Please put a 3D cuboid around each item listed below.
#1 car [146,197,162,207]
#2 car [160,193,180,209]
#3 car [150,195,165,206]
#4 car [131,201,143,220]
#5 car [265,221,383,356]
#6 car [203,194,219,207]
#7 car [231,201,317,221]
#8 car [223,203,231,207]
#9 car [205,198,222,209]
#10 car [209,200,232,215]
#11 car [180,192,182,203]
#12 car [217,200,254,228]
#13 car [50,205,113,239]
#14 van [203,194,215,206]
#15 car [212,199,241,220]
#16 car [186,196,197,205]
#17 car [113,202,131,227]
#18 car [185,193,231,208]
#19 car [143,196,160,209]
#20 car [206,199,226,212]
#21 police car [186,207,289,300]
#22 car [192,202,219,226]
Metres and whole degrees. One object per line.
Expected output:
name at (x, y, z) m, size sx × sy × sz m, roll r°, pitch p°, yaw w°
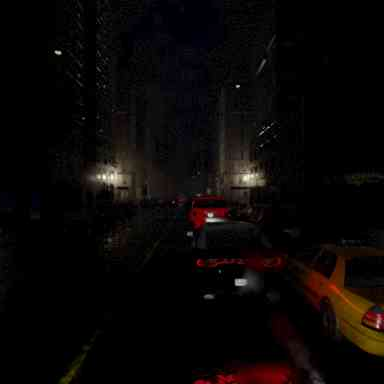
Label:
car at (-5.726, 1.528, 50.236) m, size 1.947 × 1.339 × 4.313 m, roll 0°, pitch 0°, yaw 0°
car at (-3.143, 1.318, 45.072) m, size 2.097 × 1.767 × 4.553 m, roll 0°, pitch 0°, yaw 0°
car at (-5.732, 1.398, 55.761) m, size 1.967 × 1.590 × 4.097 m, roll 0°, pitch 0°, yaw 0°
car at (-5.701, 1.545, 28.135) m, size 1.947 × 1.339 × 4.313 m, roll 0°, pitch 0°, yaw 0°
car at (2.850, 1.521, 6.233) m, size 1.752 × 1.417 × 4.829 m, roll 0°, pitch 0°, yaw 0°
car at (2.800, 1.278, 50.252) m, size 2.192 × 1.841 × 5.009 m, roll 0°, pitch 0°, yaw 0°
car at (2.844, 1.307, 11.586) m, size 2.192 × 1.841 × 5.009 m, roll 0°, pitch 0°, yaw 0°
car at (2.837, 1.513, 17.280) m, size 1.752 × 1.417 × 4.829 m, roll 0°, pitch 0°, yaw 0°
car at (2.806, 1.532, 44.728) m, size 1.947 × 1.339 × 4.313 m, roll 0°, pitch 0°, yaw 0°
car at (2.819, 1.526, 33.681) m, size 2.008 × 1.369 × 4.403 m, roll 0°, pitch 0°, yaw 0°
car at (-3.077, 1.172, 65.365) m, size 2.150 × 2.045 × 5.566 m, roll 0°, pitch 0°, yaw 0°
car at (2.831, 1.423, 22.634) m, size 1.967 × 1.590 × 4.097 m, roll 0°, pitch 0°, yaw 0°
car at (-5.688, 1.532, 17.085) m, size 1.887 × 1.381 × 4.507 m, roll 0°, pitch 0°, yaw 0°
van at (2.794, 1.300, 55.775) m, size 1.690 × 1.788 × 3.998 m, roll 0°, pitch 0°, yaw 0°
car at (2.825, 1.419, 28.157) m, size 1.967 × 1.590 × 4.097 m, roll 0°, pitch 0°, yaw 0°
car at (-0.069, 1.481, 59.563) m, size 1.812 × 1.442 × 4.674 m, roll 0°, pitch 0°, yaw 0°
car at (-5.695, 1.549, 22.610) m, size 1.947 × 1.339 × 4.313 m, roll 0°, pitch 0°, yaw 0°
car at (0.878, 1.209, 18.471) m, size 2.150 × 2.045 × 5.566 m, roll 0°, pitch 0°, yaw 0°
car at (-5.720, 1.548, 44.711) m, size 1.802 × 1.307 × 4.206 m, roll 0°, pitch 0°, yaw 0°
car at (2.812, 1.521, 39.205) m, size 2.008 × 1.369 × 4.403 m, roll 0°, pitch 0°, yaw 0°
police car at (0.888, 1.420, 8.551) m, size 1.930 × 1.638 × 5.238 m, roll 0°, pitch 0°, yaw 0°
car at (0.871, 1.508, 24.441) m, size 1.812 × 1.442 × 4.674 m, roll 0°, pitch 0°, yaw 0°
